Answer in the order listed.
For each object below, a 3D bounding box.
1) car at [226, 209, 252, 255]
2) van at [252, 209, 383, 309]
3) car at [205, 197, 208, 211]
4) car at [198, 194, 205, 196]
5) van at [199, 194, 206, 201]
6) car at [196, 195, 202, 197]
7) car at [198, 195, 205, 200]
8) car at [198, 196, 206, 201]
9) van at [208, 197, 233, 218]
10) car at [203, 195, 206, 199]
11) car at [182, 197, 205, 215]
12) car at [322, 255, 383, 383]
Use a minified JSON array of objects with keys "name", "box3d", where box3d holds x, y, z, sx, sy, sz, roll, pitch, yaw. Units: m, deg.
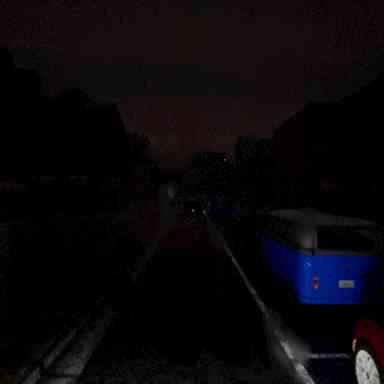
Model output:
[{"name":"car","box3d":[2.646,1.559,13.081,1.947,1.339,4.313,1,0,0]},{"name":"van","box3d":[2.649,1.337,7.540,1.690,1.788,3.998,1,0,0]},{"name":"car","box3d":[2.645,1.519,35.414,1.752,1.417,4.829,1,0,0]},{"name":"car","box3d":[2.644,1.567,73.340,1.752,1.417,4.829,1,0,0]},{"name":"van","box3d":[2.644,1.408,84.178,1.690,1.788,3.998,1,0,0]},{"name":"car","box3d":[0.101,1.527,45.947,1.812,1.442,4.674,0,0,0]},{"name":"car","box3d":[2.641,1.650,95.184,2.008,1.369,4.403,1,0,0]},{"name":"car","box3d":[2.641,1.648,89.681,1.947,1.339,4.313,1,0,0]},{"name":"van","box3d":[2.647,1.332,29.702,1.690,1.788,3.998,1,0,0]},{"name":"car","box3d":[2.645,1.437,40.784,1.967,1.590,4.097,1,0,0]},{"name":"car","box3d":[0.097,1.496,33.347,1.837,1.490,4.892,0,0,0]},{"name":"car","box3d":[2.647,1.544,1.999,1.887,1.381,4.507,1,0,0]}]
